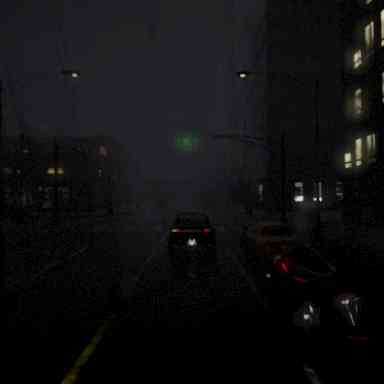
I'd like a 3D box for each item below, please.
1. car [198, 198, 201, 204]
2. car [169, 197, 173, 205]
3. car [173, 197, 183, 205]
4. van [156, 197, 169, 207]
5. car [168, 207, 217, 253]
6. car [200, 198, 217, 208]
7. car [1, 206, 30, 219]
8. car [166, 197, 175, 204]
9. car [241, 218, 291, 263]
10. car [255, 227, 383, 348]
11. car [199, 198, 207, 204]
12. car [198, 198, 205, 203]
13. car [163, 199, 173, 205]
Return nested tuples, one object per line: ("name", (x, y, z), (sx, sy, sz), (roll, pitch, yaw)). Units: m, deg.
("car", (2.716, 2.264, 77.824), (1.752, 1.417, 4.829), (1, -1, 0))
("car", (-5.667, 2.266, 72.132), (1.802, 1.307, 4.206), (1, -1, 0))
("car", (-2.987, 2.056, 73.867), (2.097, 1.767, 4.553), (0, -1, 0))
("van", (-5.665, 1.920, 61.066), (1.690, 1.788, 3.998), (1, -1, 0))
("car", (0.007, 1.628, 14.304), (2.128, 1.511, 4.902), (0, 0, 0))
("car", (2.712, 1.914, 49.981), (1.967, 1.590, 4.097), (1, -1, 0))
("car", (-19.412, 2.134, 35.110), (4.313, 1.339, 1.947), (-1, -1, 1))
("car", (-5.660, 2.158, 88.737), (2.192, 1.841, 5.009), (1, -1, 0))
("car", (2.841, 1.641, 12.204), (1.752, 1.417, 4.829), (1, -1, 0))
("car", (2.669, 1.627, 6.390), (1.947, 1.339, 4.313), (1, -1, 0))
("car", (2.717, 2.317, 83.358), (1.752, 1.417, 4.829), (1, -1, 0))
("car", (2.718, 2.440, 94.257), (1.887, 1.381, 4.507), (1, -1, 0))
("car", (-5.665, 2.303, 77.667), (1.947, 1.339, 4.313), (1, -1, 0))
